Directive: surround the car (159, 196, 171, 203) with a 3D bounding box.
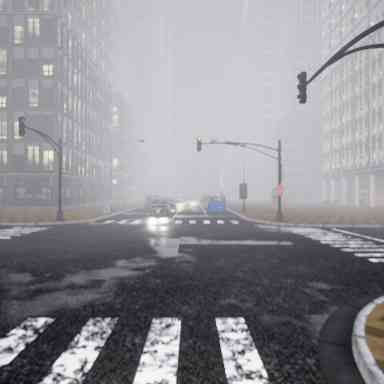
[{"bbox_3d":[-5.568,1.595,69.297,2.008,1.369,4.403,0,0,0],"label":"car"}]

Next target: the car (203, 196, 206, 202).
[{"bbox_3d":[2.684,1.572,41.559,1.887,1.381,4.507,0,0,0],"label":"car"}]

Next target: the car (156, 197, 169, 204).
[{"bbox_3d":[-5.599,1.607,63.758,1.947,1.339,4.313,0,0,0],"label":"car"}]

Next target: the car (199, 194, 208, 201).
[{"bbox_3d":[2.904,1.368,85.871,2.192,1.841,5.009,0,0,0],"label":"car"}]

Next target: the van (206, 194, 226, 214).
[{"bbox_3d":[2.745,1.365,36.021,1.690,1.788,3.998,0,0,0],"label":"van"}]

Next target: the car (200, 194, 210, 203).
[{"bbox_3d":[2.843,1.362,74.792,2.192,1.841,5.009,0,0,0],"label":"car"}]

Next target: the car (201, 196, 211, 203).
[{"bbox_3d":[2.812,1.589,69.252,1.887,1.381,4.507,0,0,0],"label":"car"}]

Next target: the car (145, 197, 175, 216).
[{"bbox_3d":[-3.183,1.514,33.407,2.128,1.511,4.902,0,0,-1],"label":"car"}]

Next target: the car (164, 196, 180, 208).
[{"bbox_3d":[-3.105,1.578,45.374,2.033,1.411,5.357,0,0,0],"label":"car"}]

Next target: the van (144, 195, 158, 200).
[{"bbox_3d":[-5.689,1.372,47.141,1.690,1.788,3.998,0,0,0],"label":"van"}]

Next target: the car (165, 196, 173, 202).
[{"bbox_3d":[-5.508,1.632,80.376,1.802,1.307,4.206,0,0,0],"label":"car"}]

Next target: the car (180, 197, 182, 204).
[{"bbox_3d":[-2.949,1.519,63.535,1.882,1.535,5.008,0,0,1],"label":"car"}]

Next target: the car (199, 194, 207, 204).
[{"bbox_3d":[2.783,1.356,63.713,2.192,1.841,5.009,0,0,0],"label":"car"}]
